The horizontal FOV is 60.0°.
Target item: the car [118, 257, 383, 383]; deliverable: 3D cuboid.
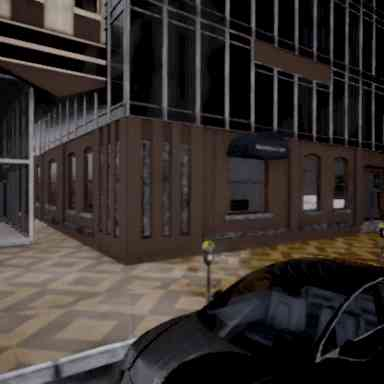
[{"bbox_3d":[1.338,1.546,3.809,4.313,1.339,1.947,0,0,-35],"label":"car"}]
